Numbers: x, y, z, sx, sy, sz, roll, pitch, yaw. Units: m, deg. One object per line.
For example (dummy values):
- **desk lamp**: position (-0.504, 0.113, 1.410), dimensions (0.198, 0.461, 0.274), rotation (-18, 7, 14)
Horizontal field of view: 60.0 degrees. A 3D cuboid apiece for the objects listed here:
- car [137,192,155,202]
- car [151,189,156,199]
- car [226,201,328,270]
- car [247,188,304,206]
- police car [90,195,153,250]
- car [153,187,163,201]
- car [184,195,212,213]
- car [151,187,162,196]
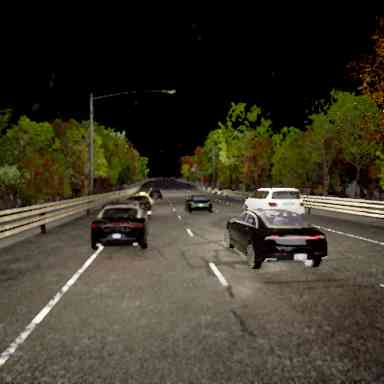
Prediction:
- **car**: position (-3.674, 1.001, 22.940), dimensions (1.837, 1.490, 4.892), rotation (0, 1, -6)
- **car**: position (-4.314, 0.817, 29.097), dimensions (1.801, 1.575, 5.366), rotation (0, 1, -6)
- **car**: position (2.316, 1.265, 10.282), dimensions (2.128, 1.511, 4.902), rotation (0, 1, -6)
- **car**: position (4.812, 0.782, 20.115), dimensions (2.150, 2.045, 5.566), rotation (0, 1, -6)
- **police car**: position (-2.651, 1.135, 13.102), dimensions (1.930, 1.638, 5.238), rotation (0, 1, -6)
- **car**: position (-5.243, 0.422, 48.189), dimensions (1.882, 1.535, 5.008), rotation (0, 1, -6)
- **car**: position (0.478, 0.952, 27.965), dimensions (1.994, 1.385, 4.181), rotation (0, 1, -6)
- **car**: position (-7.148, -0.177, 66.508), dimensions (2.097, 1.767, 4.553), rotation (0, 2, -6)
